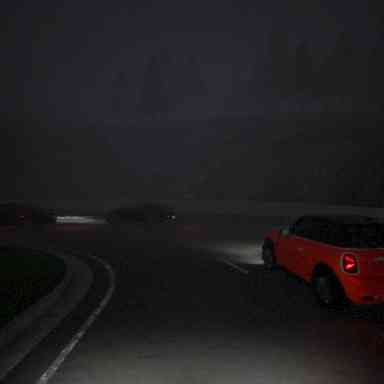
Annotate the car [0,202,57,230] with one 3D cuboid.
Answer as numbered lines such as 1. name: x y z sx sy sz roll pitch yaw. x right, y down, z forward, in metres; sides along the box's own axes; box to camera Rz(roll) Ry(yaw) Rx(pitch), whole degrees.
1. car: -10.567 1.342 19.433 5.008 1.535 1.882 0 -1 -1

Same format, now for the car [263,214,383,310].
1. car: 3.300 1.297 7.920 2.097 1.767 4.553 0 0 -6

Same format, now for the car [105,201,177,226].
1. car: -3.352 1.341 21.600 4.902 1.511 2.128 0 0 24
